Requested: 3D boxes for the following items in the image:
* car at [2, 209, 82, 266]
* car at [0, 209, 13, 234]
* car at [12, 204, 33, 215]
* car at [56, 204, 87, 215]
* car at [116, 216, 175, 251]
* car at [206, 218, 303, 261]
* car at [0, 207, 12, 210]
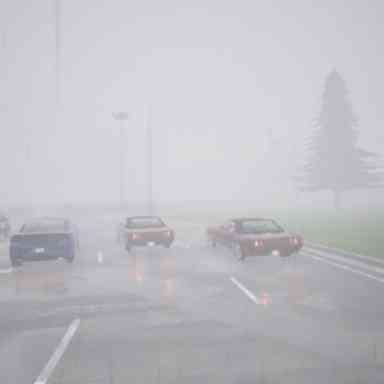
[{"bbox_3d":[-5.347,1.651,12.511,1.882,1.535,5.008,0,0,-16],"label":"car"},{"bbox_3d":[-11.819,1.951,19.652,1.895,1.301,4.718,-1,0,-29],"label":"car"},{"bbox_3d":[-21.357,2.183,41.476,4.674,1.442,1.812,-2,0,44],"label":"car"},{"bbox_3d":[-14.498,2.095,39.802,4.718,1.301,1.895,-2,0,44],"label":"car"},{"bbox_3d":[-2.274,1.714,14.858,1.895,1.301,4.718,-1,0,-19],"label":"car"},{"bbox_3d":[2.010,1.606,12.405,1.895,1.301,4.718,-1,0,-15],"label":"car"},{"bbox_3d":[-23.450,2.241,38.802,5.357,1.411,2.033,-2,0,42],"label":"car"}]
